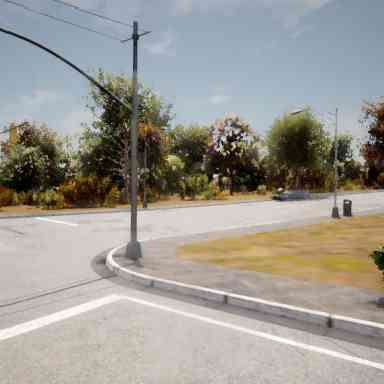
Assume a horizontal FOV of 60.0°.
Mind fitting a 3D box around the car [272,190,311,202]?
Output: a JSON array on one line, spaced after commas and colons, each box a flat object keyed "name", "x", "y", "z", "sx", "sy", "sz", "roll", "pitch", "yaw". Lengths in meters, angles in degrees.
[{"name": "car", "x": 12.698, "y": 0.435, "z": 42.215, "sx": 5.357, "sy": 1.411, "sz": 2.033, "roll": -4, "pitch": 2, "yaw": -30}]
